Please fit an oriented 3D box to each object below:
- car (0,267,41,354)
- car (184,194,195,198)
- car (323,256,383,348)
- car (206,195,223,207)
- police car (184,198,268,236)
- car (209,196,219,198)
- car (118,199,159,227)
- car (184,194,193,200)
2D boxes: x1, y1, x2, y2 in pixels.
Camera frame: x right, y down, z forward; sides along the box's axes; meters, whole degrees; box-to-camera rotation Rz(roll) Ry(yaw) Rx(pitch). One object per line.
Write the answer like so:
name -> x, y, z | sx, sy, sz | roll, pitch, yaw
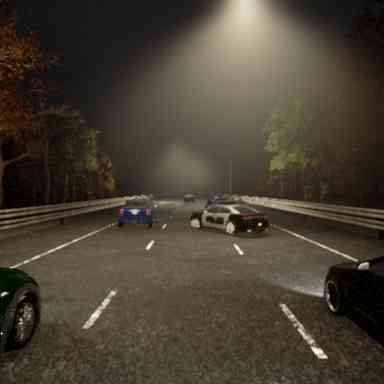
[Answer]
car -> -3.392, 1.338, 3.314 | 2.097, 1.767, 4.553 | 0, 0, 0
car -> -0.394, 1.213, 59.167 | 2.128, 1.511, 4.902 | 0, 0, -1
car -> 3.517, 1.541, 4.766 | 1.994, 1.385, 4.181 | 0, 0, 0
car -> 3.258, 1.275, 48.945 | 2.163, 1.488, 4.792 | 0, 0, -1
police car -> 1.797, 1.343, 18.148 | 1.930, 1.638, 5.238 | 0, 0, -35
car -> 3.393, 1.303, 37.878 | 1.882, 1.535, 5.008 | 0, 0, -1
car -> -3.400, 1.253, 21.838 | 2.097, 1.767, 4.553 | 0, 0, 0
car -> -0.787, 1.156, 76.712 | 1.994, 1.385, 4.181 | 0, 0, -1
